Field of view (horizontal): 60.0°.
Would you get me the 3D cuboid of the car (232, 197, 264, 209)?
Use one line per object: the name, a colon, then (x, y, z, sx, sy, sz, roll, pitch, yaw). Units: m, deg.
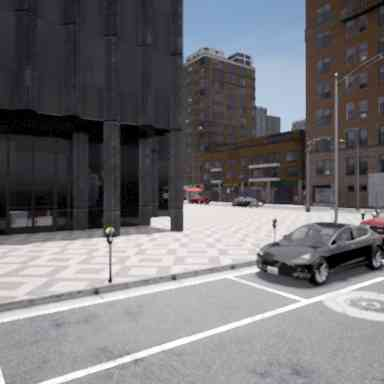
car: (7.415, 1.426, 44.474, 2.128, 1.511, 4.902, 0, 0, -35)

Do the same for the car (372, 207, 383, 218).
car: (8.354, 1.304, 12.727, 5.009, 1.841, 2.192, 0, 0, -36)

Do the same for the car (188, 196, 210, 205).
car: (1.211, 1.393, 58.975, 1.882, 1.535, 5.008, 0, 0, -35)

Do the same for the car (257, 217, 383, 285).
car: (3.763, 1.559, 9.452, 4.313, 1.339, 1.947, 0, 0, -36)
